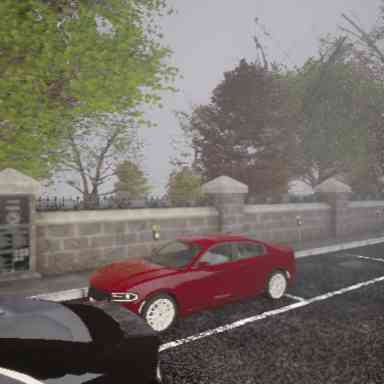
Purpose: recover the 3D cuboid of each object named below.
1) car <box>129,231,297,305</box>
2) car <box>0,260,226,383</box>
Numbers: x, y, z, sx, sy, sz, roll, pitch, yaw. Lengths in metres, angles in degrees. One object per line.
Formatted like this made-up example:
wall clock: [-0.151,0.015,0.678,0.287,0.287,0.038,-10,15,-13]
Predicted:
car: [0.211,1.536,6.705,4.507,1.381,1.887,0,0,-35]
car: [-2.403,1.494,1.664,4.902,1.511,2.128,0,0,-35]
